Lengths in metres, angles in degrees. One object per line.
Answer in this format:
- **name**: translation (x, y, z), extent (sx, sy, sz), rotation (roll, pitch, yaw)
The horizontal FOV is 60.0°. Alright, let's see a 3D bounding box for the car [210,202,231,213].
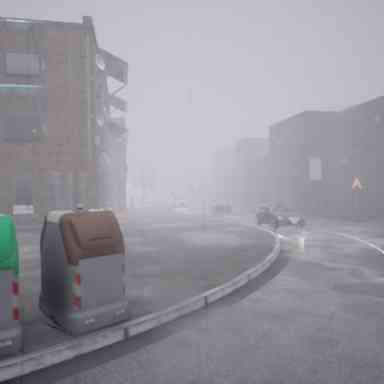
- **car**: translation (3.917, 2.110, 46.303), extent (1.882, 1.535, 5.008), rotation (-1, -1, -11)

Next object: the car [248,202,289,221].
- **car**: translation (6.943, 1.712, 30.777), extent (1.882, 1.535, 5.008), rotation (-1, -1, -11)

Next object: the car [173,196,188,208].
- **car**: translation (-2.178, 1.782, 60.781), extent (2.150, 2.045, 5.566), rotation (-1, 2, -11)

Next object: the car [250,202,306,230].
- **car**: translation (5.416, 1.500, 21.048), extent (2.128, 1.511, 4.902), rotation (-1, -2, -8)
